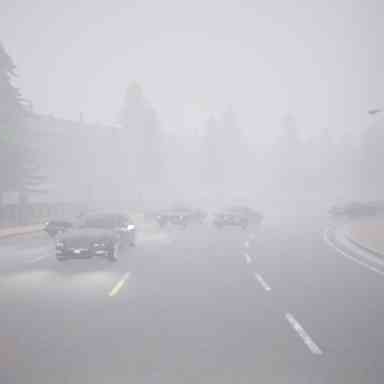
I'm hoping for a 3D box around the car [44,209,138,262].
[{"bbox_3d":[-3.271,1.496,12.223,1.837,1.490,4.892,0,0,3],"label":"car"}]

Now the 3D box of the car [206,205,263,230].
[{"bbox_3d":[3.060,1.531,21.266,2.033,1.411,5.357,0,0,26],"label":"car"}]

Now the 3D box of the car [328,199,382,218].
[{"bbox_3d":[14.395,1.525,29.720,5.357,1.411,2.033,0,0,-35],"label":"car"}]

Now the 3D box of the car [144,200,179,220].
[{"bbox_3d":[-1.902,1.458,27.198,1.882,1.535,5.008,0,0,30],"label":"car"}]

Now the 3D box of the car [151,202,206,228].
[{"bbox_3d":[-0.596,1.585,22.093,1.895,1.301,4.718,0,0,21],"label":"car"}]

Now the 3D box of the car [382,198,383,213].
[{"bbox_3d":[21.525,1.463,36.728,4.902,1.511,2.128,0,0,-18],"label":"car"}]
